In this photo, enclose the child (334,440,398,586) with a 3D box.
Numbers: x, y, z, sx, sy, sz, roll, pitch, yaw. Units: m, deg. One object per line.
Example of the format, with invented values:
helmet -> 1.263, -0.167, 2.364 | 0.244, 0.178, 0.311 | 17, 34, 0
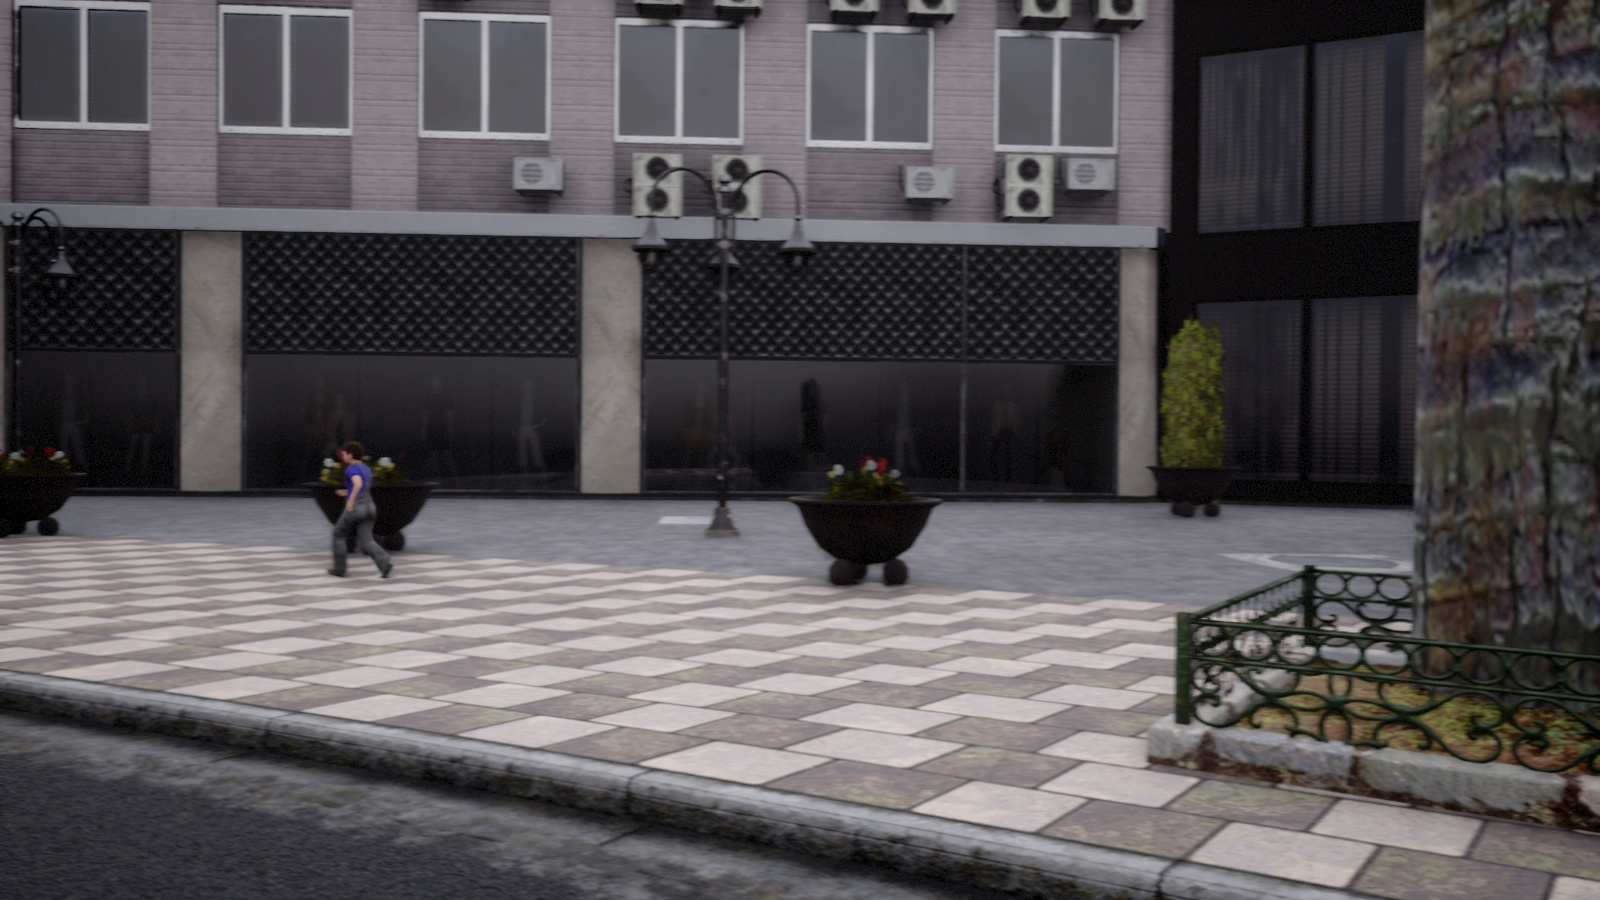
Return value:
child -> -3.820, 0.545, 11.057 | 0.437, 1.263, 0.270 | 0, 1, 21
